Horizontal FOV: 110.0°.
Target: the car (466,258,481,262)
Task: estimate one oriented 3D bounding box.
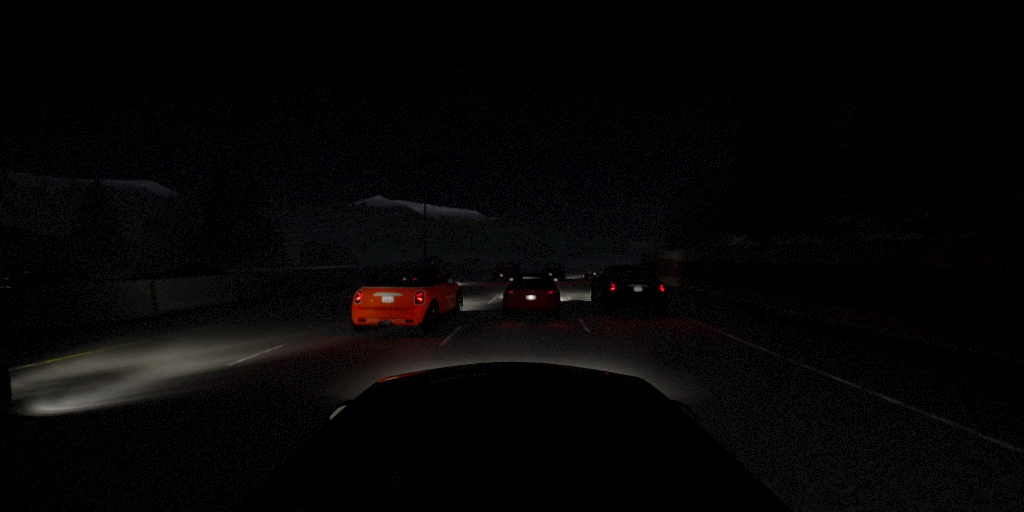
[{"bbox_3d":[-6.609,1.063,57.281,2.097,1.767,4.553,0,0,22],"label":"car"}]

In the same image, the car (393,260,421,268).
[{"bbox_3d":[-17.207,1.280,59.062,1.895,1.301,4.718,0,0,21],"label":"car"}]

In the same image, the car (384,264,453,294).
[{"bbox_3d":[-5.344,1.275,21.397,2.033,1.411,5.357,0,0,9],"label":"car"}]

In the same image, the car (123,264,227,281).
[{"bbox_3d":[-16.554,1.259,17.624,1.994,1.385,4.181,0,0,7],"label":"car"}]

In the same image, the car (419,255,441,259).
[{"bbox_3d":[-13.627,0.910,58.564,2.150,2.045,5.566,0,0,21],"label":"car"}]

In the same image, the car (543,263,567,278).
[{"bbox_3d":[3.570,1.276,30.792,1.812,1.442,4.674,0,0,13],"label":"car"}]

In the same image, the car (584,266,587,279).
[{"bbox_3d":[7.487,1.288,32.139,1.812,1.442,4.674,0,0,14],"label":"car"}]

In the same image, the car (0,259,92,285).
[{"bbox_3d":[-23.629,1.026,17.179,2.097,1.767,4.553,0,0,6],"label":"car"}]

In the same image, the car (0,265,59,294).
[{"bbox_3d":[-27.021,1.228,18.430,1.994,1.385,4.181,0,0,6],"label":"car"}]

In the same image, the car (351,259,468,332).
[{"bbox_3d":[-2.927,1.090,10.988,2.097,1.767,4.553,0,0,4],"label":"car"}]

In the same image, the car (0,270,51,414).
[{"bbox_3d":[-6.795,1.082,2.160,2.097,1.767,4.553,0,0,0],"label":"car"}]

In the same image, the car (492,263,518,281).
[{"bbox_3d":[-0.330,1.265,29.301,1.812,1.442,4.674,0,0,12],"label":"car"}]

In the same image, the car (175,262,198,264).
[{"bbox_3d":[-19.641,1.162,21.224,1.882,1.535,5.008,0,0,8],"label":"car"}]

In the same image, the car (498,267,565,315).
[{"bbox_3d":[0.804,1.312,13.631,1.994,1.385,4.181,0,0,5],"label":"car"}]

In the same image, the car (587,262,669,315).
[{"bbox_3d":[4.345,1.111,13.904,2.097,1.767,4.553,0,0,5],"label":"car"}]
